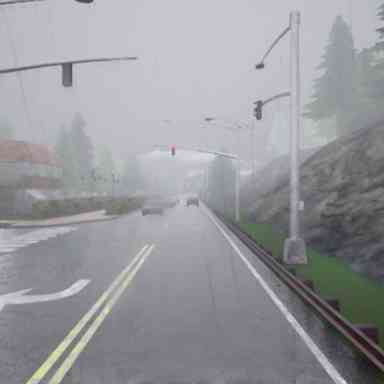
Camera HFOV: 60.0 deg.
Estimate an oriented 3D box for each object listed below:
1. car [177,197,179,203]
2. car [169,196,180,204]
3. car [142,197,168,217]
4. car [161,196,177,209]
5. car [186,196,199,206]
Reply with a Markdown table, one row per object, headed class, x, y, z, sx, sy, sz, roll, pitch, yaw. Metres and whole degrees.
| class | x | y | z | sx | sy | sz | roll | pitch | yaw |
| --- | --- | --- | --- | --- | --- | --- | --- | --- | --- |
| car | -3.520 | 1.449 | 54.248 | 1.882 | 1.535 | 5.008 | 0 | 0 | 1 |
| car | -3.495 | 1.566 | 66.003 | 1.895 | 1.301 | 4.718 | 0 | 0 | 0 |
| car | -3.593 | 1.488 | 31.513 | 1.837 | 1.490 | 4.892 | 0 | 0 | 0 |
| car | -3.570 | 1.328 | 44.245 | 2.097 | 1.767 | 4.553 | 0 | 0 | 0 |
| car | 0.104 | 1.477 | 53.217 | 1.837 | 1.490 | 4.892 | 0 | 0 | 0 |
